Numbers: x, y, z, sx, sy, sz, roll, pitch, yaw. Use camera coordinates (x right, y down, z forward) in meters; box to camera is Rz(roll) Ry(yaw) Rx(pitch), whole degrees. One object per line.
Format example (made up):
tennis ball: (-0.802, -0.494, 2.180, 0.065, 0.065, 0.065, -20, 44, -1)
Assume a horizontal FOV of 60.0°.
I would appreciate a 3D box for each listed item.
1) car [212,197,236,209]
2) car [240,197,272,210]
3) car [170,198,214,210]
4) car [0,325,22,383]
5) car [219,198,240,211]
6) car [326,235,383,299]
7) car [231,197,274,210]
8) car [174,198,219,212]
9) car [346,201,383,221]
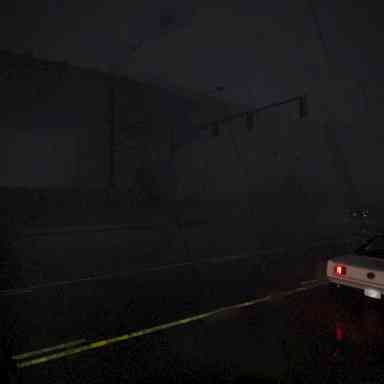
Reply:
car: (3.868, 1.295, 39.152, 1.853, 1.218, 4.536, 0, 0, 18)
car: (7.710, 1.295, 42.856, 4.536, 1.218, 1.853, 0, 0, -7)
car: (0.056, 1.295, 36.425, 4.536, 1.218, 1.853, 0, 0, 8)
car: (-3.669, 1.220, 1.132, 5.566, 2.045, 2.150, 0, 0, -35)
car: (3.852, 1.453, 39.103, 2.038, 1.542, 4.974, 0, 0, 18)
car: (5.180, 1.601, 7.470, 4.718, 1.301, 1.895, 0, 0, -35)
car: (7.762, 1.453, 42.863, 4.974, 1.542, 2.038, 0, 0, -7)
car: (0.107, 1.453, 36.418, 4.974, 1.542, 2.038, 0, 0, 8)
car: (14.656, 1.504, 27.348, 4.892, 1.490, 1.837, 0, 0, -36)
